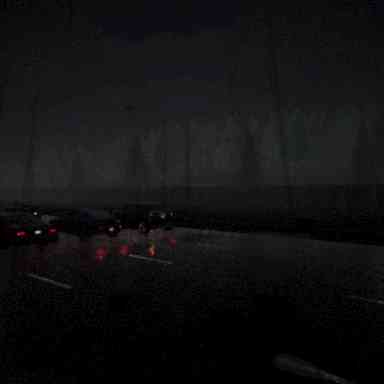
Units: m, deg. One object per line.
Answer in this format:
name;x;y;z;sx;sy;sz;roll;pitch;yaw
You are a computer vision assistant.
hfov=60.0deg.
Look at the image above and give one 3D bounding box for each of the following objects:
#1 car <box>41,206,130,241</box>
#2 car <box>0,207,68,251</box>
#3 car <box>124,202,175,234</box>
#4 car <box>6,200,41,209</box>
car;-5.470;1.530;16.747;4.674;1.442;1.812;0;0;40
car;-7.701;1.560;14.050;5.357;1.411;2.033;0;0;40
car;-3.216;1.363;19.425;4.553;1.767;2.097;0;0;40
car;-14.797;1.514;29.006;4.892;1.490;1.837;0;0;40
